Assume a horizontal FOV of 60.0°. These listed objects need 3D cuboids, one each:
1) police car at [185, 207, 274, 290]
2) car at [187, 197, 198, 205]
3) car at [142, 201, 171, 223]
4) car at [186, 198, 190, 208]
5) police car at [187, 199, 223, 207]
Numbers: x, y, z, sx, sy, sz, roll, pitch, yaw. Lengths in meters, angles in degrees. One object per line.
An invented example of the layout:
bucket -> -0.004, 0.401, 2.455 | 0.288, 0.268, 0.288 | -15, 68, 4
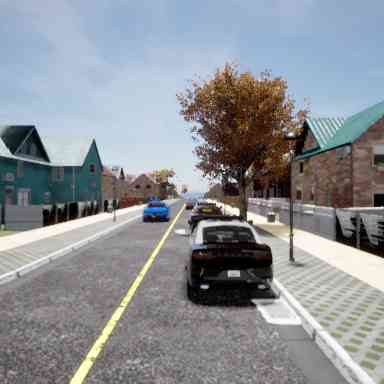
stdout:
police car -> 0.839, 1.426, 9.213 | 1.930, 1.638, 5.238 | 0, 0, 0
car -> 0.097, 1.735, 62.021 | 1.994, 1.385, 4.181 | 0, 0, 0
car -> -2.709, 1.483, 26.137 | 1.882, 1.535, 5.008 | 0, 0, 0
car -> 0.097, 1.625, 45.016 | 2.033, 1.411, 5.357 | 0, 0, 1
police car -> 0.855, 1.429, 19.213 | 1.930, 1.638, 5.238 | 0, 0, 0
